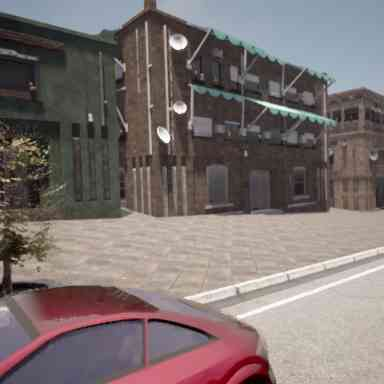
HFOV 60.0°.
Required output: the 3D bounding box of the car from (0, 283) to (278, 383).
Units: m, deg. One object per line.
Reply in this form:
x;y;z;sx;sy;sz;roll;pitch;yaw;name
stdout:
-1.228;1.561;2.595;4.181;1.385;1.994;0;0;-39;car
